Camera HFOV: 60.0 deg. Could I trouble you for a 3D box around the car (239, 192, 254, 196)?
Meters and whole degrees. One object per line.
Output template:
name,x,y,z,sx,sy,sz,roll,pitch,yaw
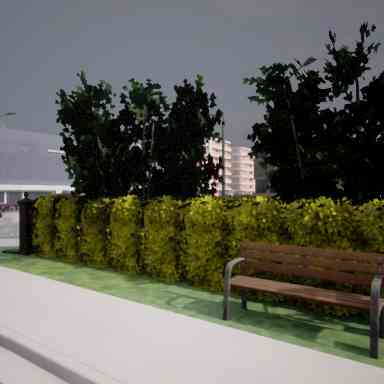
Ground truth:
car,10.024,0.759,60.397,1.882,1.535,5.008,0,1,35

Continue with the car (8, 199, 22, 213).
car,-19.070,1.502,37.534,2.033,1.411,5.357,0,0,35

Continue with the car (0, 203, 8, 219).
car,-15.956,1.596,23.317,1.895,1.301,4.718,0,0,35

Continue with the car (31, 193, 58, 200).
car,-15.244,1.166,36.865,2.150,2.045,5.566,0,0,36
